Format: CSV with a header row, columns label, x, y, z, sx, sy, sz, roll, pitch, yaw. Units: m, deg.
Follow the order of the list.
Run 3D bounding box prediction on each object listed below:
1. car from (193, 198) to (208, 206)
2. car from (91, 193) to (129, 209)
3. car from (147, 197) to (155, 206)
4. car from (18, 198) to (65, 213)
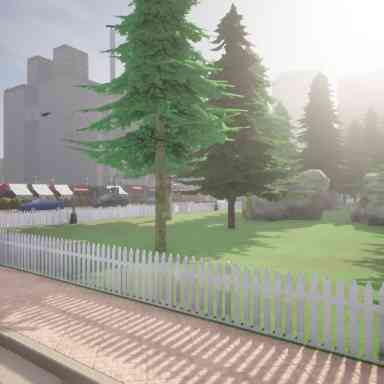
label,x,y,z,sx,sy,sz,roll,pitch,yaw
car,2.158,1.601,52.302,1.895,1.301,4.718,0,0,34
car,-11.092,1.221,45.533,2.150,2.045,5.566,0,0,34
car,-5.305,1.352,54.038,2.097,1.767,4.553,0,0,34
car,-16.738,1.478,37.172,1.882,1.535,5.008,0,0,34
